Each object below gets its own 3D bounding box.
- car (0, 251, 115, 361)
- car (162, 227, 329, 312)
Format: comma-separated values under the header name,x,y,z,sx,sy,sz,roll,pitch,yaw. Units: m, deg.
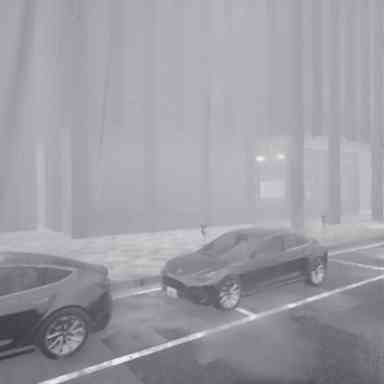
name,x,y,z,sx,sy,sz,roll,pitch,yaw
car,-3.184,1.567,4.378,4.313,1.339,1.947,0,0,-36
car,1.389,1.531,7.642,4.313,1.339,1.947,0,0,-36
